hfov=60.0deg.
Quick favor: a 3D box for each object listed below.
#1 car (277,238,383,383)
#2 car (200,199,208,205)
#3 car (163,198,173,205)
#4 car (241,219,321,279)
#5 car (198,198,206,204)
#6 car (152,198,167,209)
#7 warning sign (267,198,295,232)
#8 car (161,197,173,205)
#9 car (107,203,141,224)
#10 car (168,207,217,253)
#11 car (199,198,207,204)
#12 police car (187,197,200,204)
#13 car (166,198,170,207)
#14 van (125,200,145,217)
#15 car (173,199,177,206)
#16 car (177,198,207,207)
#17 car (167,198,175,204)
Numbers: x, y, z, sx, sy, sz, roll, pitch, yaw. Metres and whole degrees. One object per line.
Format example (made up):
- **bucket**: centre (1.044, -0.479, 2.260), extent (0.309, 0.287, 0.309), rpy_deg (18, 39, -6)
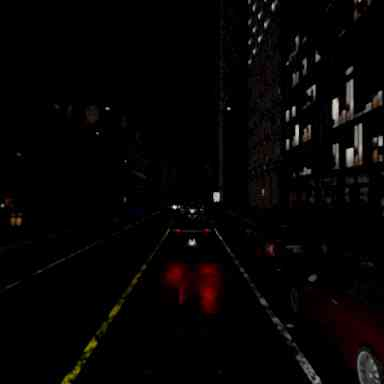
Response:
- **car**: centre (2.692, 1.628, 4.721), extent (1.802, 1.307, 4.206), rpy_deg (0, -1, 0)
- **car**: centre (2.727, 2.292, 78.319), extent (1.752, 1.417, 4.829), rpy_deg (0, -1, 0)
- **car**: centre (-5.654, 2.205, 78.154), extent (1.967, 1.590, 4.097), rpy_deg (0, -1, 0)
- **car**: centre (2.695, 1.540, 10.370), extent (1.967, 1.590, 4.097), rpy_deg (0, -1, 0)
- **car**: centre (2.731, 2.432, 89.446), extent (2.008, 1.369, 4.403), rpy_deg (0, -1, 0)
- **car**: centre (-5.664, 2.117, 55.559), extent (1.802, 1.307, 4.206), rpy_deg (0, -1, 0)
- **warning sign**: centre (5.076, 1.297, 18.961), extent (1.300, 1.860, 1.060), rpy_deg (0, -1, 0)
- **car**: centre (-5.660, 1.965, 66.859), extent (2.192, 1.841, 5.009), rpy_deg (0, -1, 0)
- **car**: centre (-5.678, 1.827, 27.318), extent (1.947, 1.339, 4.313), rpy_deg (0, -1, 0)
- **car**: centre (0.012, 1.630, 14.283), extent (2.128, 1.511, 4.902), rpy_deg (0, 0, 0)
- **car**: centre (2.729, 2.263, 83.798), extent (1.967, 1.590, 4.097), rpy_deg (0, -1, 0)
- **police car**: centre (0.289, 2.301, 88.946), extent (1.930, 1.638, 5.238), rpy_deg (0, -1, -18)
- **car**: centre (-5.662, 2.174, 61.208), extent (1.802, 1.307, 4.206), rpy_deg (0, -1, 0)
- **van**: centre (-5.674, 1.657, 32.969), extent (1.690, 1.788, 3.998), rpy_deg (0, -1, 0)
- **car**: centre (-2.967, 2.291, 71.734), extent (1.895, 1.301, 4.718), rpy_deg (0, -1, 0)
- **car**: centre (0.017, 1.629, 29.080), extent (2.097, 1.767, 4.553), rpy_deg (0, -1, 0)
- **car**: centre (-5.649, 2.432, 89.449), extent (2.008, 1.369, 4.403), rpy_deg (0, -1, 0)
